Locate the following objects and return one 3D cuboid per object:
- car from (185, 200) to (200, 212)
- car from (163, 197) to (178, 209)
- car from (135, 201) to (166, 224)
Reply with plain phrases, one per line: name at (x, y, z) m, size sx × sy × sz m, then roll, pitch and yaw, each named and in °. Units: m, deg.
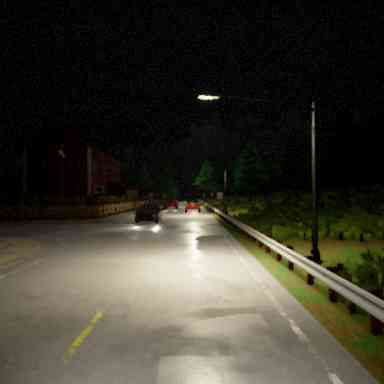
car at (0.108, 1.867, 47.203) m, size 2.097 × 1.767 × 4.553 m, roll 0°, pitch -1°, yaw 0°
car at (-3.513, 1.835, 55.869) m, size 2.150 × 2.045 × 5.566 m, roll 0°, pitch -1°, yaw 0°
car at (-3.593, 1.785, 28.088) m, size 1.882 × 1.535 × 5.008 m, roll 0°, pitch -1°, yaw 0°
